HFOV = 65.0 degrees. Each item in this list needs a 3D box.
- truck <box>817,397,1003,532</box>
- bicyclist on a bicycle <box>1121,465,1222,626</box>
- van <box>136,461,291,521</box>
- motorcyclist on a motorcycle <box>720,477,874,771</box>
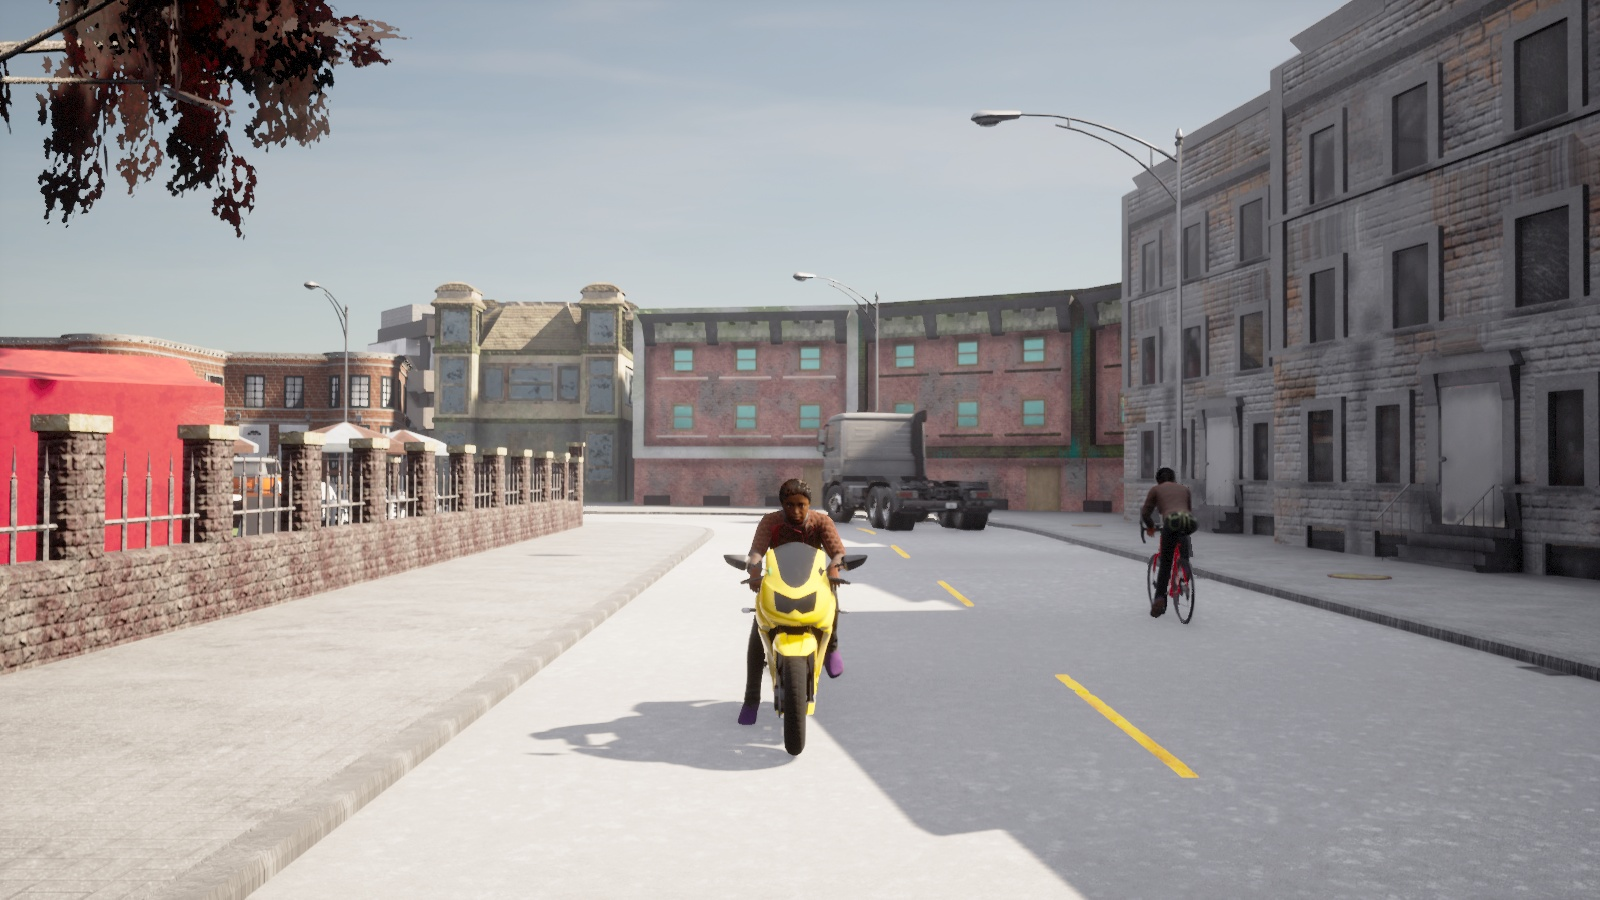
[{"bbox_3d":[2.936,0.441,36.421,2.891,3.462,7.936,0,-1,-14],"label":"truck"},{"bbox_3d":[3.964,0.981,13.512,0.582,1.620,1.656,0,-1,0],"label":"bicyclist on a bicycle"},{"bbox_3d":[-19.921,1.373,42.747,4.442,1.987,1.775,0,-1,0],"label":"van"},{"bbox_3d":[-0.020,0.926,7.550,0.797,1.523,2.044,0,-1,0],"label":"motorcyclist on a motorcycle"}]
